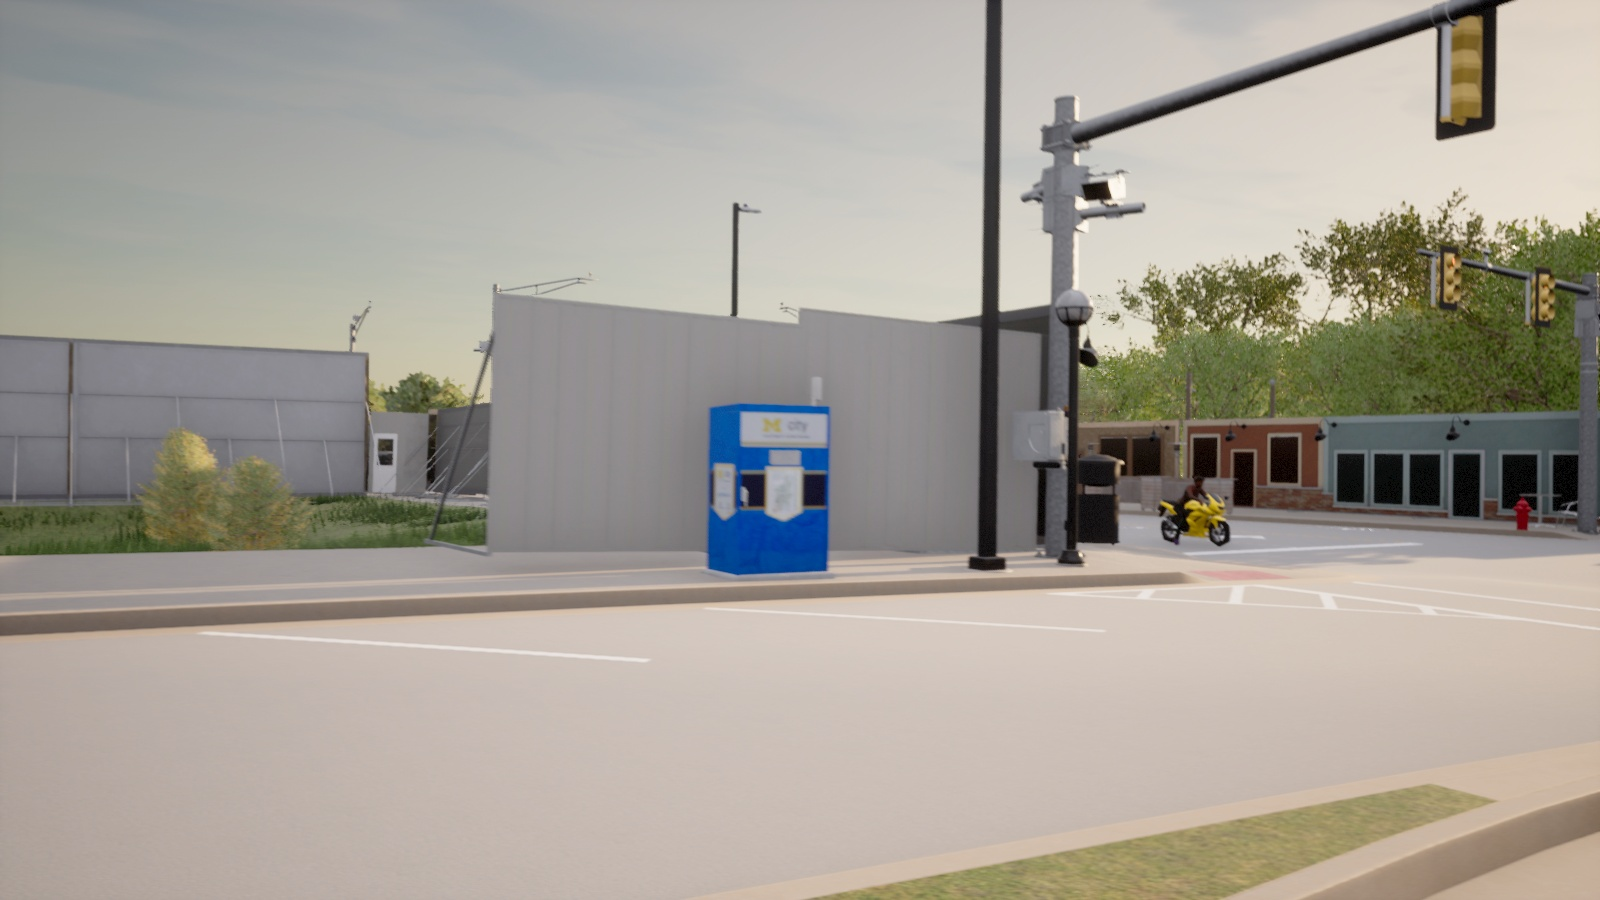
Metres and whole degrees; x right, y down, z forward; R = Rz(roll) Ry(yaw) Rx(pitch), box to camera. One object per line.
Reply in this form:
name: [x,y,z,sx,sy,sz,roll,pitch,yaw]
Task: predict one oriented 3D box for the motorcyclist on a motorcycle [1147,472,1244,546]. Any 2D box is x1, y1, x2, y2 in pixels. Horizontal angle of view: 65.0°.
motorcyclist on a motorcycle: [8.602,1.260,27.398,0.797,1.523,2.044,0,0,-29]
